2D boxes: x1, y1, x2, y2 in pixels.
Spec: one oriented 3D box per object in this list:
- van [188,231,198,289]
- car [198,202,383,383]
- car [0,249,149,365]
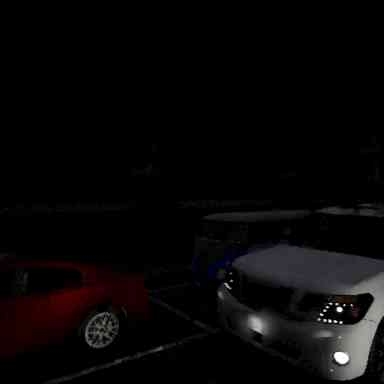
[{"bbox_3d":[1.814,1.340,7.848,3.998,1.788,1.690,0,0,-36],"label":"van"},{"bbox_3d":[3.016,1.220,5.544,5.566,2.045,2.150,0,0,-36],"label":"car"},{"bbox_3d":[-2.782,1.545,4.549,4.507,1.381,1.887,0,0,-36],"label":"car"}]
